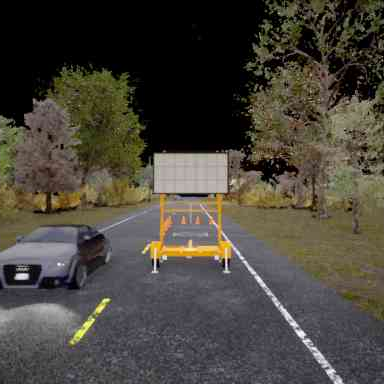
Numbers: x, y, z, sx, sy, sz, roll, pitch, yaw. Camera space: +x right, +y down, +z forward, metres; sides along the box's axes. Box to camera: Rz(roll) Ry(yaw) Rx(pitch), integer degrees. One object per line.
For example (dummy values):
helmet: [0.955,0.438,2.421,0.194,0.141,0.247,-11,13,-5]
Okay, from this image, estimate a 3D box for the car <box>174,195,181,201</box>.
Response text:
car: [-3.880,1.715,89.718,1.837,1.490,4.892,0,-1,0]

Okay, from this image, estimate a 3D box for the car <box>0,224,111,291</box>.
car: [-3.536,1.568,8.905,1.994,1.385,4.181,0,0,0]

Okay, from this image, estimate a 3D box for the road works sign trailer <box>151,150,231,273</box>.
road works sign trailer: [-0.039,0.469,10.664,2.380,3.560,2.880,0,0,0]
